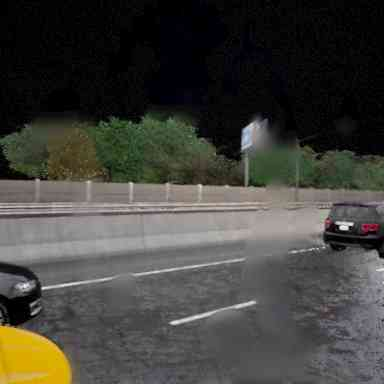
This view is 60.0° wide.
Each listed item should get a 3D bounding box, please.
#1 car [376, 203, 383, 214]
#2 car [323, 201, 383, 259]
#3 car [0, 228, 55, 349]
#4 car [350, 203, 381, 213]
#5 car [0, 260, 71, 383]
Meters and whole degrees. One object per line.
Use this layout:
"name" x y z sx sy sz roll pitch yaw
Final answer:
"car" 26.811 2.225 44.694 4.181 1.385 1.994 1 -1 -35
"car" 7.655 1.401 13.535 5.566 2.045 2.150 1 0 -36
"car" -4.762 1.477 4.642 4.902 1.511 2.128 1 0 -36
"car" 24.835 2.264 47.584 4.718 1.301 1.895 1 -1 -35
"car" -3.143 1.456 1.501 5.008 1.535 1.882 0 0 -36
